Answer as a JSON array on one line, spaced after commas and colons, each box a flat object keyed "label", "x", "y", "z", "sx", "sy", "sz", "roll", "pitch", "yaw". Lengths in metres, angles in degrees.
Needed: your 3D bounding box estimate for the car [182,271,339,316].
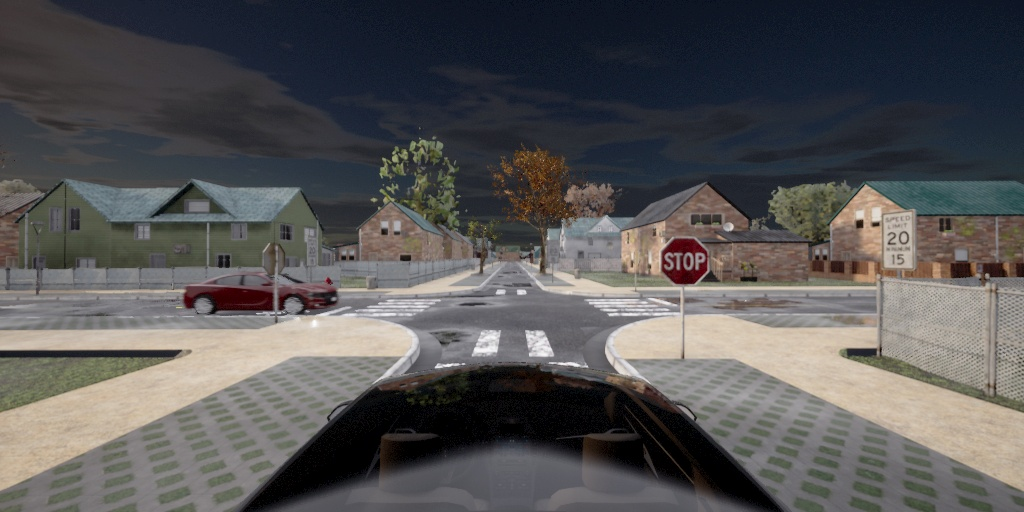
[{"label": "car", "x": -8.954, "y": 1.292, "z": 13.014, "sx": 5.008, "sy": 1.535, "sz": 1.882, "roll": 0, "pitch": -1, "yaw": 1}]
